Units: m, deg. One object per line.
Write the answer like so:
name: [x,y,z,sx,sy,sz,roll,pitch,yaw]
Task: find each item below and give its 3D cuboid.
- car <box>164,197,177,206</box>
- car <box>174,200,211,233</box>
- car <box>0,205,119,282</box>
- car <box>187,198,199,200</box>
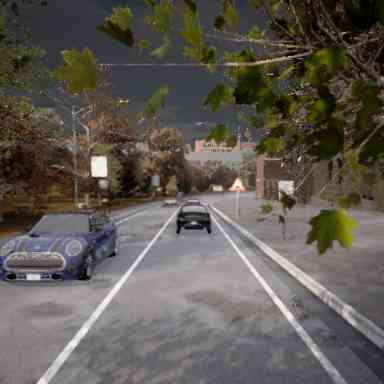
car: [-3.296,1.492,52.271,1.895,1.301,4.718,0,0,3]
car: [0.101,1.441,19.576,1.882,1.535,5.008,0,0,0]
car: [-3.599,1.333,9.797,2.097,1.767,4.553,0,0,0]
car: [0.115,1.418,37.910,1.812,1.442,4.674,0,2,0]
